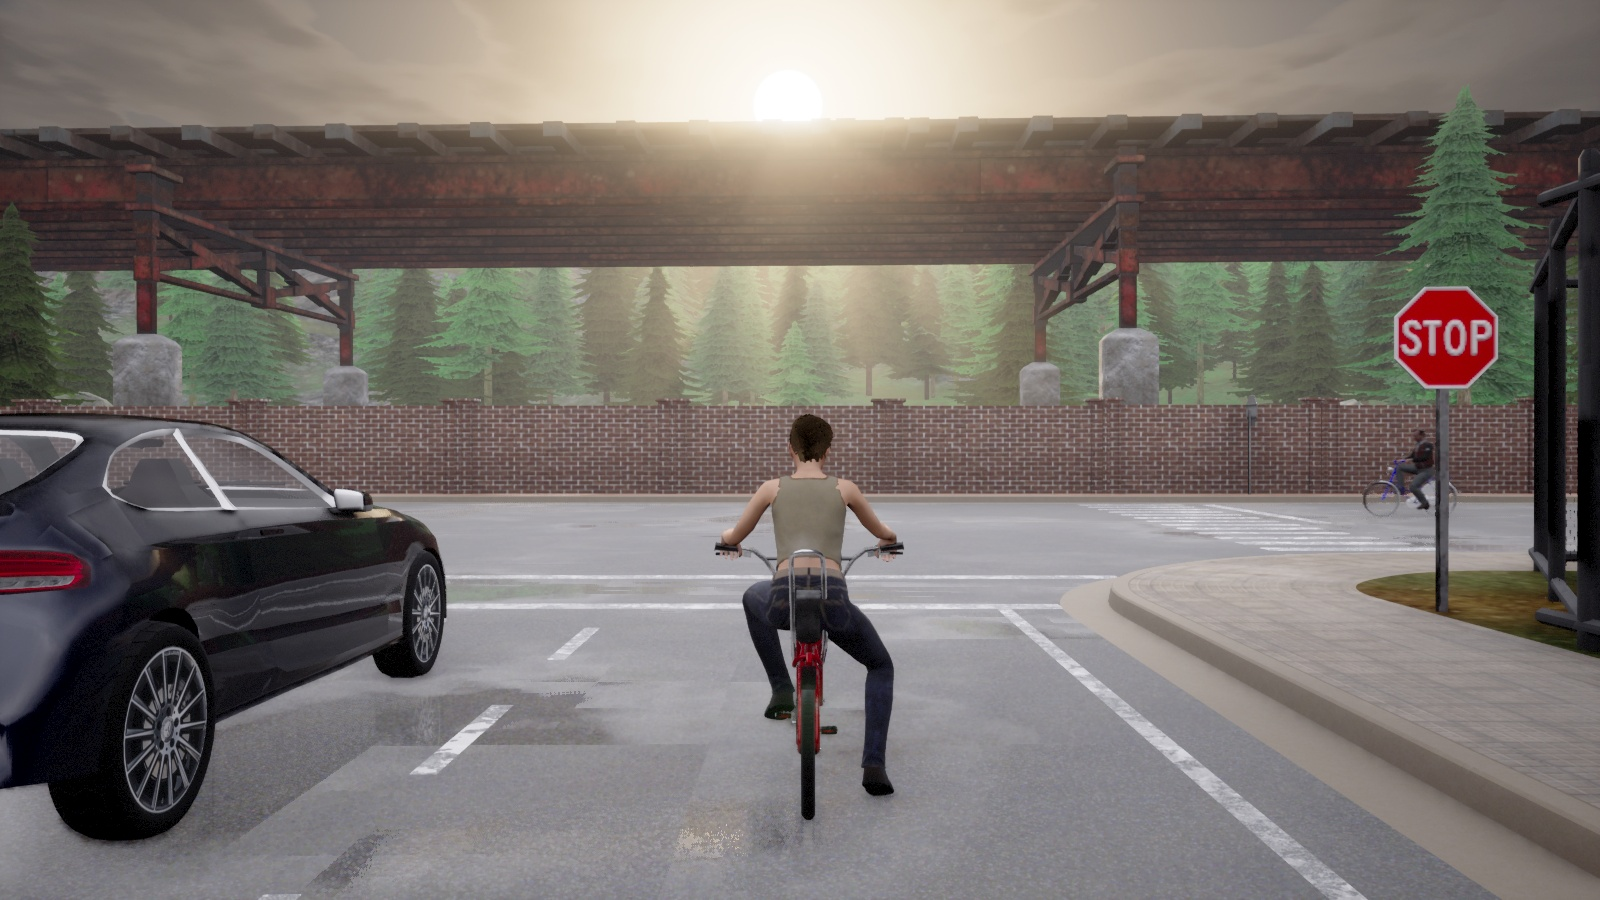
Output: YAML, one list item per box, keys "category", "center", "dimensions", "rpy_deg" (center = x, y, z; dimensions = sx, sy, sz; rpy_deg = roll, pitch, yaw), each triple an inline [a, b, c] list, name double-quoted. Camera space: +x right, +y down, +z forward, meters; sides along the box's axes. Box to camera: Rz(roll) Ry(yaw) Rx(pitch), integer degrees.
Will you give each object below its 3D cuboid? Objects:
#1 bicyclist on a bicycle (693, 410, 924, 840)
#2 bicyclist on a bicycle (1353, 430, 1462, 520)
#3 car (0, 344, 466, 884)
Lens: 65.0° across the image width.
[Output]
- category: "bicyclist on a bicycle"
  center: [0.039, 0.652, 5.464]
  dimensions: [0.866, 1.612, 1.509]
  rpy_deg: [0, 0, 1]
- category: "bicyclist on a bicycle"
  center: [12.048, 0.486, 24.938]
  dimensions: [1.843, 1.776, 0.659]
  rpy_deg: [0, 0, 1]
- category: "car"
  center: [-3.448, 0.486, 6.353]
  dimensions: [2.152, 1.651, 5.027]
  rpy_deg: [0, 0, 0]
